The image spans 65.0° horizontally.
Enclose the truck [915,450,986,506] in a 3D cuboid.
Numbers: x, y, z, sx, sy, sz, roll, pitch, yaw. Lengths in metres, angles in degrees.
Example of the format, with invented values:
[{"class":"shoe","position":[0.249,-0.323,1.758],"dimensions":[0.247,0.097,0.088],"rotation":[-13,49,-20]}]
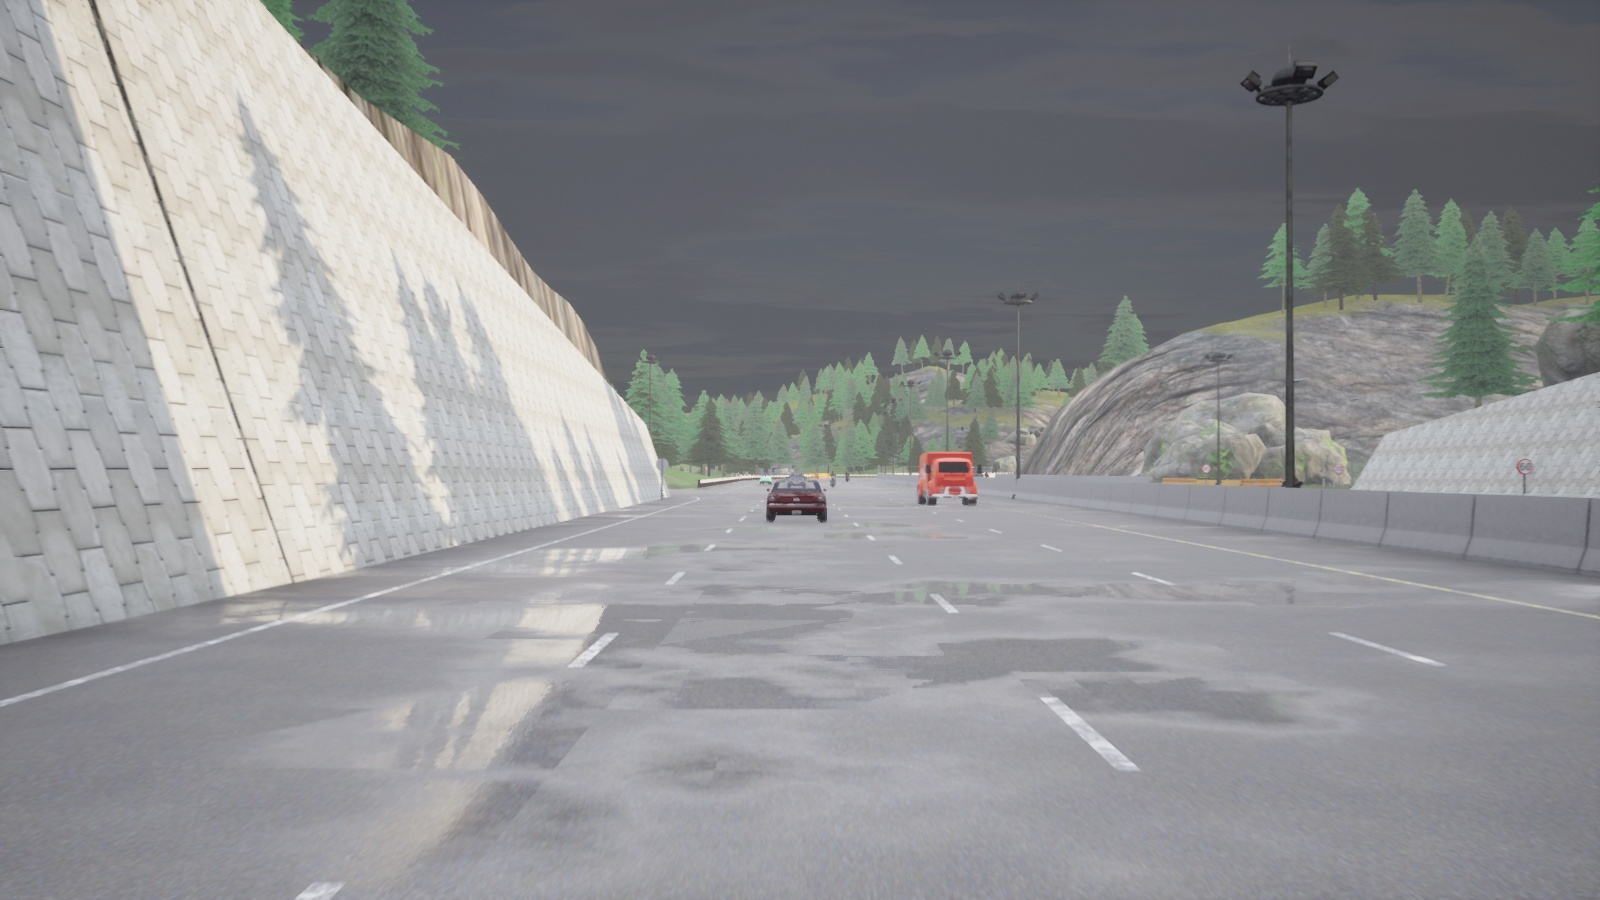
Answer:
[{"class":"truck","position":[6.858,1.274,57.945],"dimensions":[2.627,2.467,5.204],"rotation":[0,-1,0]}]

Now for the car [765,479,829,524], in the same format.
[{"class":"car","position":[-0.095,1.573,39.309],"dimensions":[1.895,1.301,4.718],"rotation":[0,-1,0]}]
